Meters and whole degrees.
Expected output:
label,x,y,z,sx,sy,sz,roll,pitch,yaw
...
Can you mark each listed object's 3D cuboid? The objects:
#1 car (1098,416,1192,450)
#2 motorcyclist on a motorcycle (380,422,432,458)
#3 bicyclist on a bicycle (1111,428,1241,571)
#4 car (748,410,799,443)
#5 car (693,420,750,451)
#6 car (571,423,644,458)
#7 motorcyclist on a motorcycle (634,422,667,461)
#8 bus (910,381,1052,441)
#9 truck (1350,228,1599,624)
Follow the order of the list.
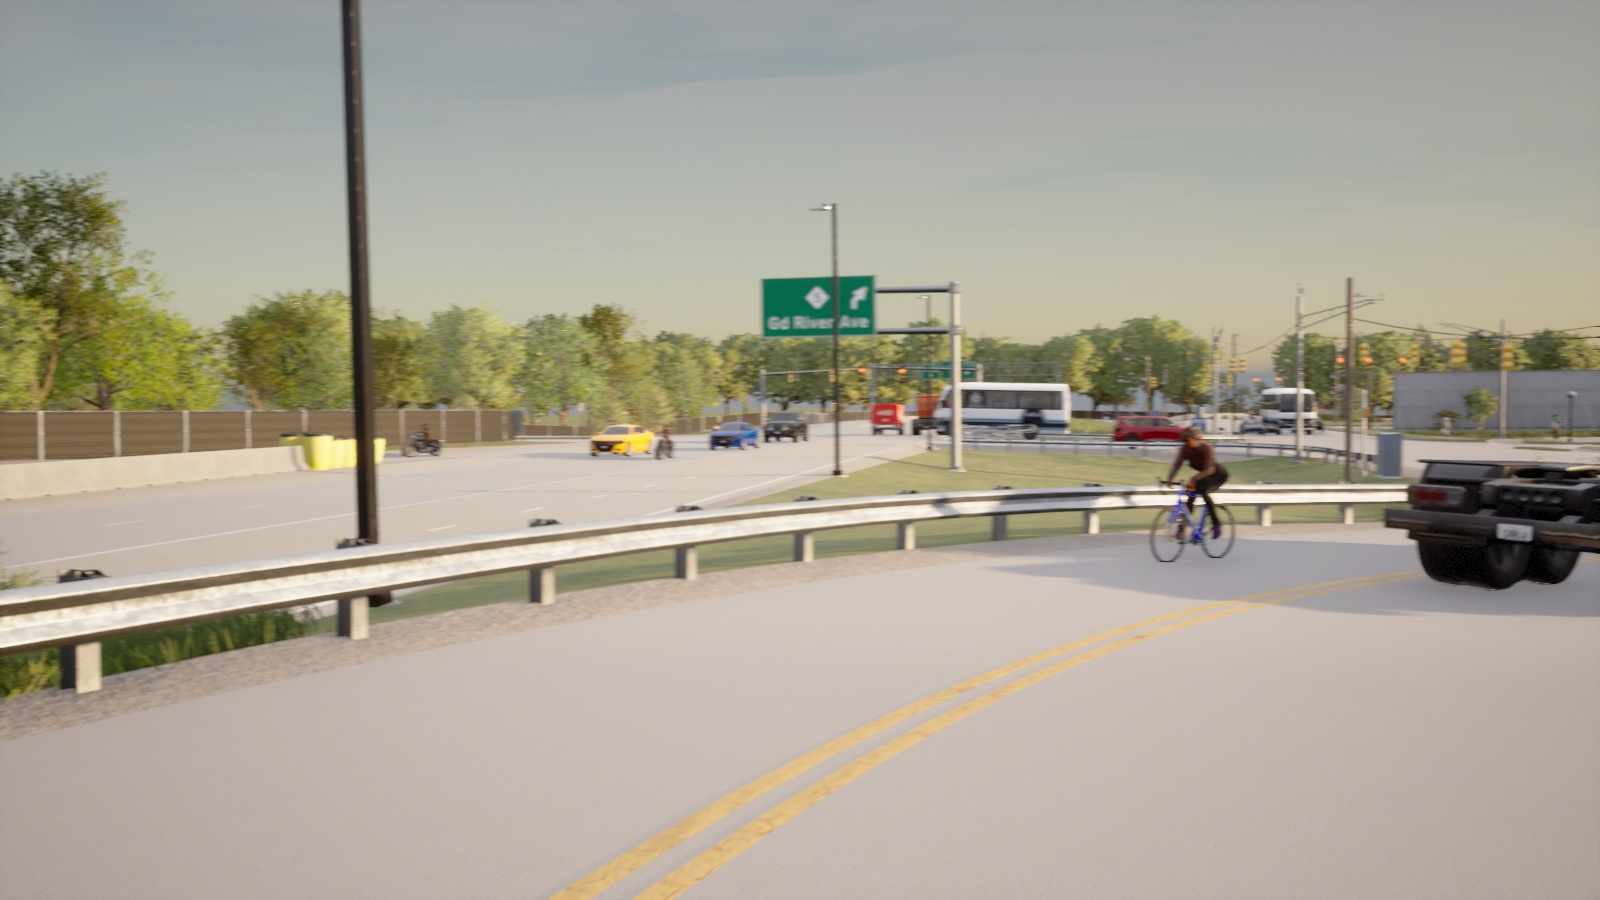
label,x,y,z,sx,sy,sz,roll,pitch,yaw
car,21.496,-1.079,78.433,5.566,2.045,2.150,0,2,12
motorcyclist on a motorcycle,-18.275,-0.482,58.320,0.766,1.649,2.350,1,2,30
bicyclist on a bicycle,4.517,0.555,15.059,1.656,1.620,0.582,0,3,-37
car,-1.666,-1.532,81.114,2.150,2.045,5.566,0,2,11
car,-4.203,-0.800,67.898,1.882,1.535,5.008,0,2,11
car,-9.200,-0.504,60.441,1.882,1.535,5.008,0,2,11
motorcyclist on a motorcycle,-6.581,-0.381,55.523,0.766,1.649,2.350,0,2,11
bus,13.699,-2.945,95.114,10.273,4.253,3.944,2,2,10
truck,9.774,-0.202,13.936,7.936,3.462,2.891,1,2,-35
